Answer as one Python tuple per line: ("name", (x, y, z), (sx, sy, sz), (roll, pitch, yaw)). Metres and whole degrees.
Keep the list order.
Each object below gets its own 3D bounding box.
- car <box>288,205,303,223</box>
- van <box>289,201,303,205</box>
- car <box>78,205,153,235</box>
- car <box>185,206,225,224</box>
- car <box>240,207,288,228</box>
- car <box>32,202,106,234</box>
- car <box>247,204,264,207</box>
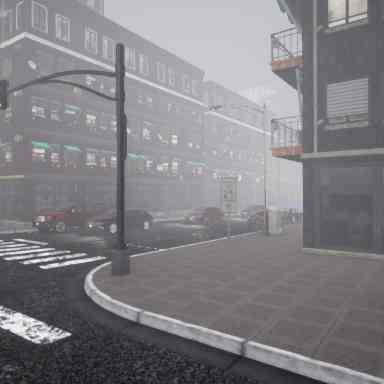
("car", (9.030, 2.120, 30.824), (2.008, 1.369, 4.403), (-2, -2, 35))
("van", (18.527, 2.463, 58.822), (1.690, 1.788, 3.998), (-2, -2, 35))
("car", (-4.561, 1.814, 21.500), (1.837, 1.490, 4.892), (0, -1, 35))
("car", (1.294, 2.020, 29.803), (1.812, 1.442, 4.674), (0, -1, 35))
("car", (5.758, 2.048, 26.174), (1.802, 1.307, 4.206), (-2, -2, 35))
("car", (-7.647, 1.603, 21.641), (2.192, 1.841, 5.009), (-1, -2, 35))
("car", (7.270, 2.189, 38.280), (1.837, 1.490, 4.892), (0, -1, 36))
